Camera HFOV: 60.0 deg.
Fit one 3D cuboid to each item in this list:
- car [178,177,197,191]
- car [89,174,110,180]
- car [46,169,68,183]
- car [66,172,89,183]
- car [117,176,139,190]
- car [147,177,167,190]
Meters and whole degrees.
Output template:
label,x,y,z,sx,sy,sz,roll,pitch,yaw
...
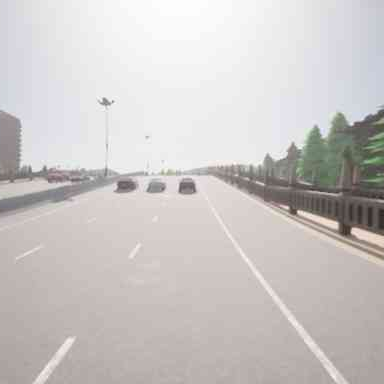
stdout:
label,x,y,z,sx,sy,sz,roll,pitch,yaw
car,-0.539,-0.959,37.559,1.837,1.490,4.892,0,6,-1
car,-14.978,-2.349,55.079,1.895,1.301,4.718,0,5,0
car,-21.971,-2.657,54.825,2.150,2.045,5.566,0,5,0
car,-18.469,-2.373,55.035,2.033,1.411,5.357,0,5,0
car,-7.568,-1.116,39.530,1.882,1.535,5.008,0,5,-1
car,-4.058,-1.038,38.917,1.812,1.442,4.674,0,5,-1
